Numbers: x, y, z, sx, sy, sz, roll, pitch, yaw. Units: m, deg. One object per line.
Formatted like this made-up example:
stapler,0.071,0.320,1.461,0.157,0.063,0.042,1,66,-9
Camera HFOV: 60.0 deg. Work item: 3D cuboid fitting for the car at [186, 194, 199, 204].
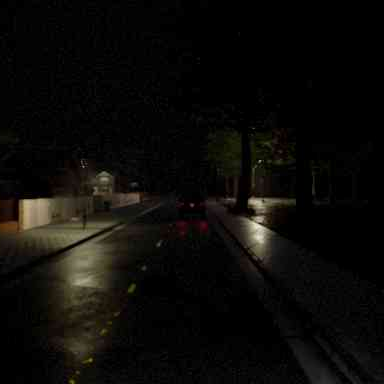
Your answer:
car,0.023,1.177,56.065,2.128,1.511,4.902,0,0,-1

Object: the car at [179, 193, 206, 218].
car,0.042,1.129,28.301,2.150,2.045,5.566,0,0,1
